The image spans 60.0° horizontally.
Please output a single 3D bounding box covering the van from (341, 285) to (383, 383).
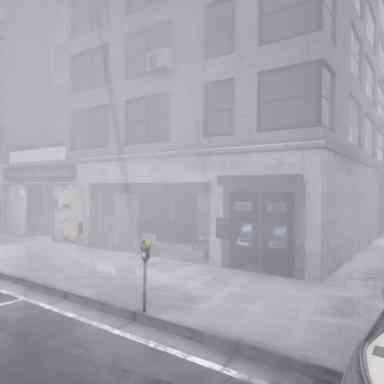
[{"bbox_3d":[2.592,1.342,1.095,3.998,1.788,1.690,0,1,36],"label":"van"}]
